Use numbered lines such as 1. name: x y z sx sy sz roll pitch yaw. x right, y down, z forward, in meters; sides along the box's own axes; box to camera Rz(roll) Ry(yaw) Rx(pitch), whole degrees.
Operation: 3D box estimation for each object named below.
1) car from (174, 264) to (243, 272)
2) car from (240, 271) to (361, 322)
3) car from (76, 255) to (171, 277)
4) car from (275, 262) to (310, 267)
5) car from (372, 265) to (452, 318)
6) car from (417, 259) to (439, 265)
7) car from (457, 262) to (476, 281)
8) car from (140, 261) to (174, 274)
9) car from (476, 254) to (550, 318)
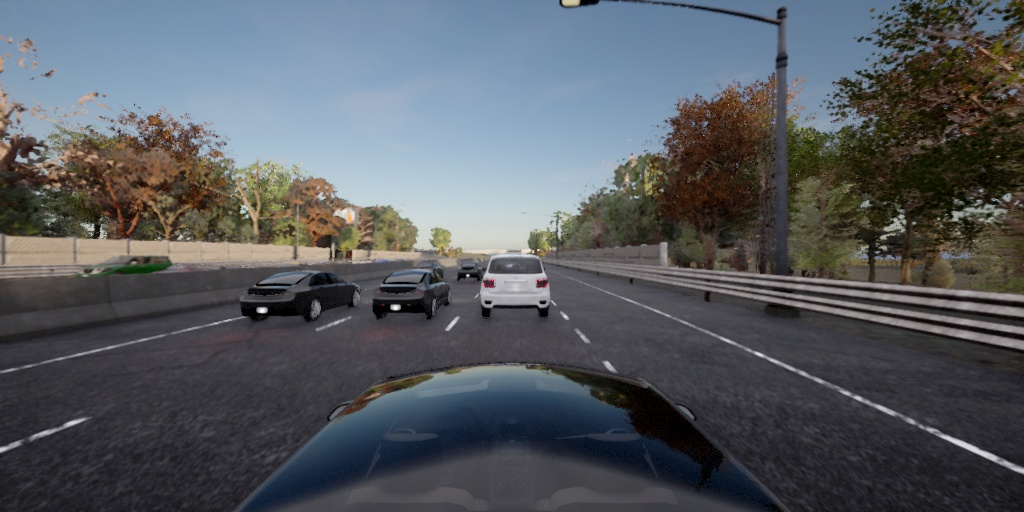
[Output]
1. car: -21.096 1.342 25.881 1.895 1.301 4.718 0 0 0
2. car: -6.899 1.248 12.325 1.837 1.490 4.892 0 0 0
3. car: -28.093 0.962 26.429 2.150 2.045 5.566 0 0 0
4. car: -17.593 1.219 28.480 1.882 1.535 5.008 0 0 0
5. car: -3.398 1.248 12.890 1.837 1.490 4.892 0 0 0
6. car: -6.895 1.233 29.932 2.128 1.511 4.902 0 0 0
7. car: -3.396 1.247 29.981 1.837 1.490 4.892 0 0 0
8. car: -24.592 1.305 26.931 1.994 1.385 4.181 0 0 0
9. car: 0.089 0.964 13.096 2.150 2.045 5.566 0 0 0
